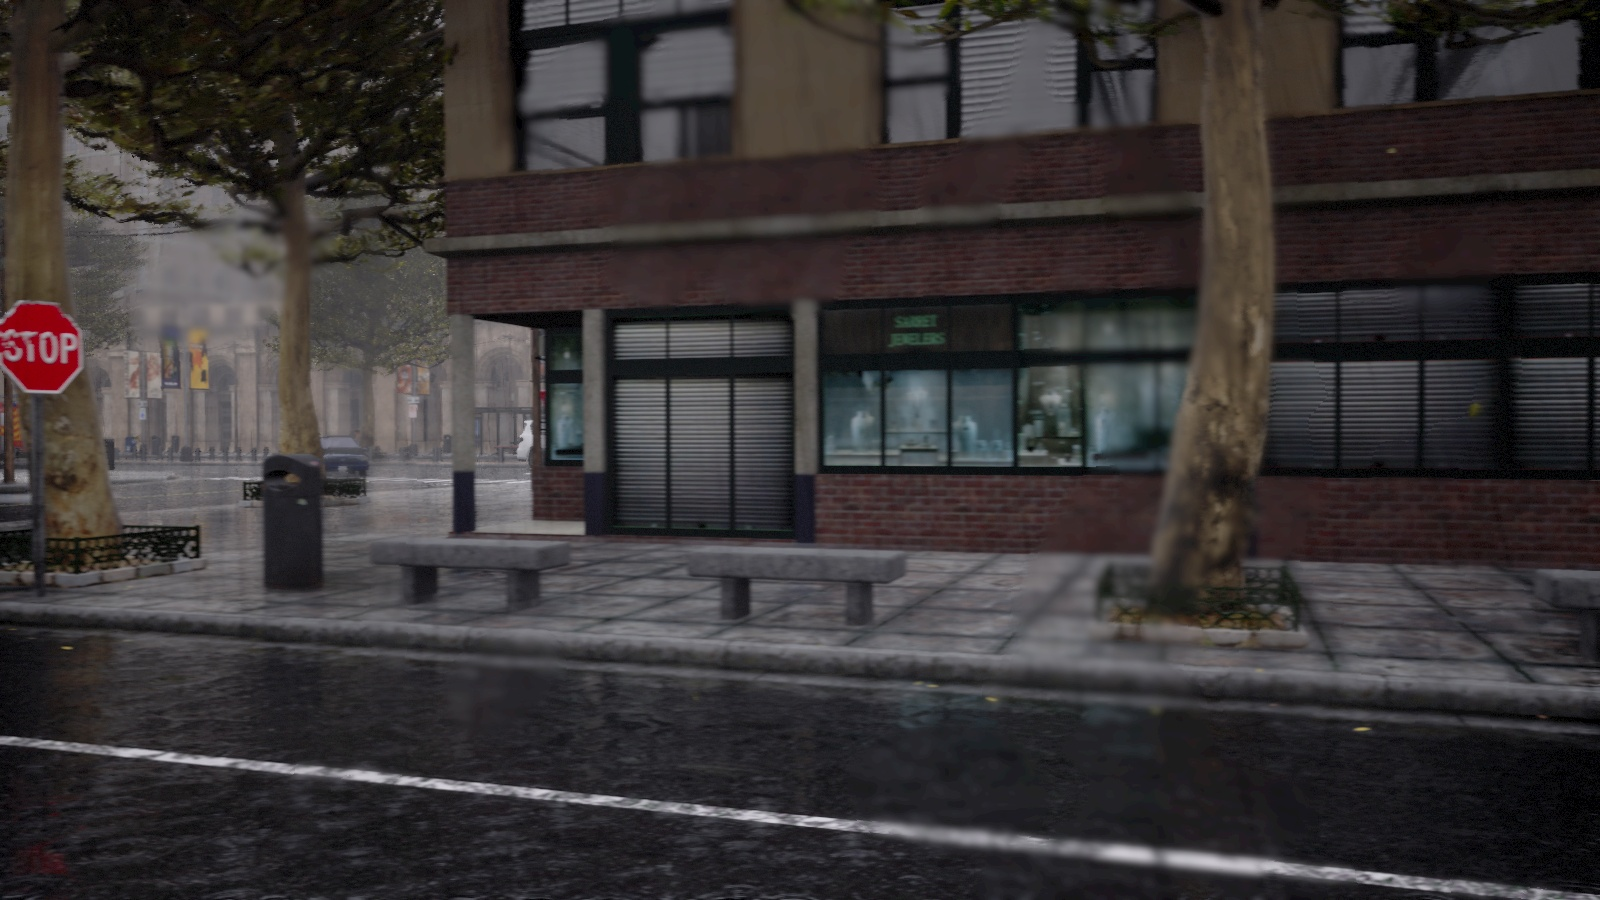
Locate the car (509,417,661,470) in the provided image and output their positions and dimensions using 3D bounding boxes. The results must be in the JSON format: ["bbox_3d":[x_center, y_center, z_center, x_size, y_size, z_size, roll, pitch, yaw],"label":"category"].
[{"bbox_3d":[-8.529,-0.285,49.842,5.566,2.045,2.150,1,1,19],"label":"car"}]

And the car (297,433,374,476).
[{"bbox_3d":[-16.351,0.107,44.049,2.033,1.411,5.357,0,1,-26],"label":"car"}]

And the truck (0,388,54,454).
[{"bbox_3d":[-49.572,-1.739,75.850,8.468,3.827,2.891,1,1,19],"label":"truck"}]
